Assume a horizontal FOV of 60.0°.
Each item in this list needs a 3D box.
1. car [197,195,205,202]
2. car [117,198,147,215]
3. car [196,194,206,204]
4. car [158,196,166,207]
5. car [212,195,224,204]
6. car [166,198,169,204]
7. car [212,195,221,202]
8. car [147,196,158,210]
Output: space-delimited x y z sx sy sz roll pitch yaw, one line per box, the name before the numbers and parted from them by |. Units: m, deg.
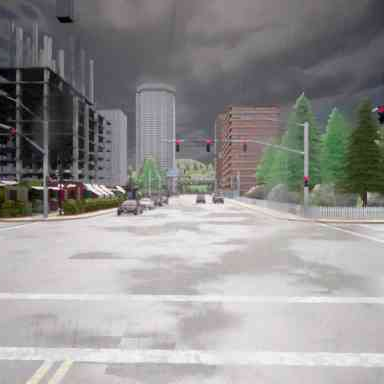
car | 1.976 1.327 74.624 1.837 1.490 4.892 0 0 1
car | -6.162 1.526 33.631 1.812 1.442 4.674 0 0 2
car | 1.748 1.601 65.439 1.895 1.301 4.718 0 0 1
car | -5.687 1.352 51.726 2.097 1.767 4.553 0 0 1
car | 5.255 1.526 65.670 1.812 1.442 4.674 0 0 1
car | -5.415 1.564 61.648 1.994 1.385 4.181 0 0 2
car | 5.476 1.422 74.566 1.895 1.301 4.718 0 0 1
car | -5.918 1.526 42.721 1.812 1.442 4.674 0 0 1
